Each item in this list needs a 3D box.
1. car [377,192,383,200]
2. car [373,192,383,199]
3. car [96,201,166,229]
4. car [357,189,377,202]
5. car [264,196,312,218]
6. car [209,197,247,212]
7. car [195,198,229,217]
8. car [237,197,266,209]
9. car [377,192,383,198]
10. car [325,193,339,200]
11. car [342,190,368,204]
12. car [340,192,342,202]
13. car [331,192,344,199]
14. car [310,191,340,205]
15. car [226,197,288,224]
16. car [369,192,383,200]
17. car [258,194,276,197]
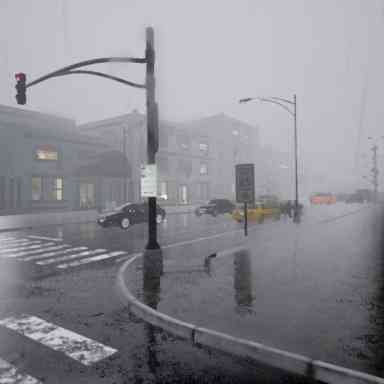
[{"bbox_3d":[33.549,0.570,61.988,2.192,1.841,5.009,-1,0,36],"label":"car"},{"bbox_3d":[40.055,0.720,70.942,1.947,1.339,4.313,-1,0,36],"label":"car"},{"bbox_3d":[-3.651,1.378,20.641,1.837,1.490,4.892,-1,0,36],"label":"car"},{"bbox_3d":[26.940,0.576,52.201,2.150,2.045,5.566,-1,0,36],"label":"car"},{"bbox_3d":[7.536,1.217,26.178,2.008,1.369,4.403,-1,0,36],"label":"car"},{"bbox_3d":[3.911,1.289,35.443,1.752,1.417,4.829,-1,0,36],"label":"car"},{"bbox_3d":[2.125,1.306,28.574,1.812,1.442,4.674,-1,0,36],"label":"car"},{"bbox_3d":[7.264,1.293,40.058,1.802,1.307,4.206,-1,0,36],"label":"car"},{"bbox_3d":[43.133,0.652,75.166,1.887,1.381,4.507,-1,0,36],"label":"car"},{"bbox_3d":[30.026,0.935,71.392,1.802,1.307,4.206,-1,0,36],"label":"car"},{"bbox_3d":[22.845,0.924,46.490,1.837,1.490,4.892,-1,0,36],"label":"car"},{"bbox_3d":[24.463,0.901,53.906,2.128,1.511,4.902,-1,0,36],"label":"car"},{"bbox_3d":[33.277,0.743,75.868,1.967,1.590,4.097,-1,0,36],"label":"car"},{"bbox_3d":[18.146,0.863,45.200,2.097,1.767,4.553,-1,0,35],"label":"car"},{"bbox_3d":[4.384,1.242,21.839,1.752,1.417,4.829,-1,0,36],"label":"car"},{"bbox_3d":[36.803,0.770,66.465,1.947,1.339,4.313,-1,0,36],"label":"car"},{"bbox_3d":[8.162,1.036,36.884,2.097,1.767,4.553,-1,0,36],"label":"car"}]
